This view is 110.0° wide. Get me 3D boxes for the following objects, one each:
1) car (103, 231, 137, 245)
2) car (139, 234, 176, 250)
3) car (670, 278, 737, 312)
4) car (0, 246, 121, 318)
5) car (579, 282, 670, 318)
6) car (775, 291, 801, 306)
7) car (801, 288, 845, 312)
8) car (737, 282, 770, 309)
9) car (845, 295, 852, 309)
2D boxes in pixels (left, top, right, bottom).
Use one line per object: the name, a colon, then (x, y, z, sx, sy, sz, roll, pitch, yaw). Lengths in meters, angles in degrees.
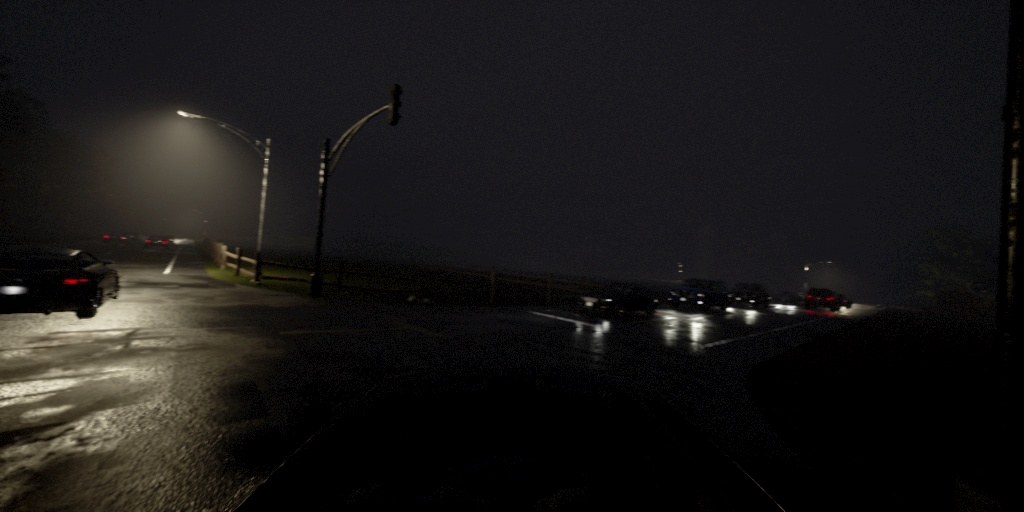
car: (-44.079, -2.083, 40.136, 2.033, 1.411, 5.357, 5, -1, -42)
car: (-36.001, -1.440, 36.514, 2.033, 1.411, 5.357, 5, -1, -42)
car: (12.592, 2.519, 23.854, 5.566, 2.045, 2.150, 6, -2, -42)
car: (-10.451, 0.494, 8.053, 1.994, 1.385, 4.181, 5, 0, -42)
car: (5.238, 2.029, 17.299, 4.902, 1.511, 2.128, 6, -2, -41)
car: (31.453, 4.744, 40.643, 4.902, 1.511, 2.128, 6, -2, -42)
car: (30.357, 4.229, 34.948, 5.566, 2.045, 2.150, 6, -2, -42)
car: (20.330, 3.321, 30.776, 5.566, 2.045, 2.150, 6, -2, -42)
car: (38.188, 5.172, 41.971, 4.553, 1.767, 2.097, 6, -2, -42)
